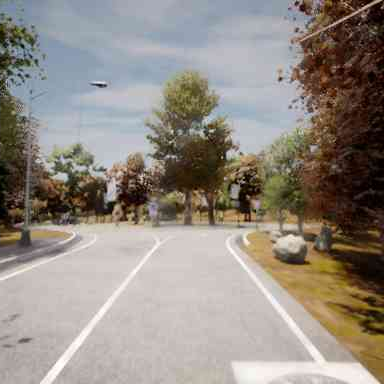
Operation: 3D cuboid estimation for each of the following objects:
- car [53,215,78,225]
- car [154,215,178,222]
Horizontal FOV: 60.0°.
[{"bbox_3d":[-19.384,4.346,51.026,1.837,1.490,4.892,-2,-4,10],"label":"car"},{"bbox_3d":[-5.254,5.222,64.856,4.892,1.490,1.837,1,-5,-6],"label":"car"}]
